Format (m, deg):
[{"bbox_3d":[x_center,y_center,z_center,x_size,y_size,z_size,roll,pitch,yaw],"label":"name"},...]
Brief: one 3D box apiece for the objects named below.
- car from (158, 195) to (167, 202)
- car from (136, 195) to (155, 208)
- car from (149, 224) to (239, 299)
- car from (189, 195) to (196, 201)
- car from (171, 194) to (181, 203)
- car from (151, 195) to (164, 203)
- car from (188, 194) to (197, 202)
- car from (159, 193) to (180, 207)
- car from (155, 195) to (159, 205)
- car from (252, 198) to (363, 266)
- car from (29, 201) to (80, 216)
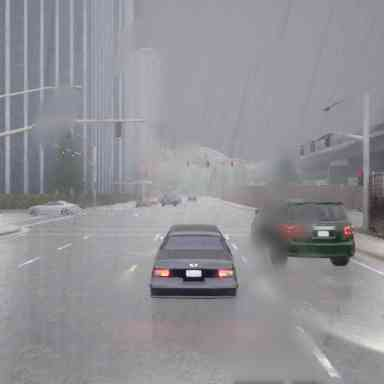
[{"bbox_3d":[-6.961,1.516,78.269,1.812,1.442,4.674,0,0,0],"label":"car"},{"bbox_3d":[-7.067,1.504,48.902,1.837,1.490,4.892,0,0,0],"label":"car"},{"bbox_3d":[0.059,1.547,8.642,2.033,1.411,5.357,0,0,1],"label":"car"},{"bbox_3d":[0.045,1.500,88.905,1.837,1.490,4.892,0,0,0],"label":"car"},{"bbox_3d":[-3.464,1.355,72.558,2.097,1.767,4.553,0,0,0],"label":"car"},{"bbox_3d":[-6.979,1.491,68.031,2.128,1.511,4.902,0,0,0],"label":"car"},{"bbox_3d":[0.039,1.355,78.660,2.097,1.767,4.553,0,0,0],"label":"car"},{"bbox_3d":[-3.561,1.221,52.829,2.150,2.045,5.566,0,0,0],"label":"car"},{"bbox_3d":[-7.050,1.352,58.094,2.097,1.767,4.553,0,0,0],"label":"car"},{"bbox_3d":[3.577,1.221,11.674,2.150,2.045,5.566,0,0,1],"label":"car"},{"bbox_3d":[-13.275,1.579,32.179,4.674,1.442,1.812,0,0,0],"label":"car"}]
